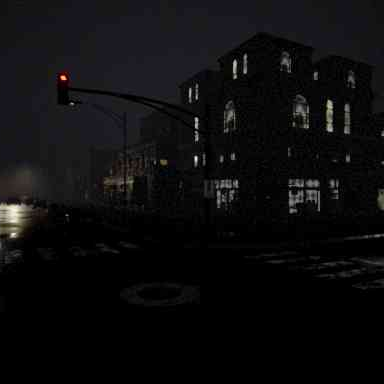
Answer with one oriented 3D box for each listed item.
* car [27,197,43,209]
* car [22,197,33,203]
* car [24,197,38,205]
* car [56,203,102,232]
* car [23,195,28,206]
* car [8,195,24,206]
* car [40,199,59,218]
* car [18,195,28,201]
[{"bbox_3d":[-20.229,1.561,44.086,2.008,1.369,4.403,0,0,-29],"label":"car"},{"bbox_3d":[-33.784,1.605,68.138,1.802,1.307,4.206,0,0,-29],"label":"car"},{"bbox_3d":[-28.363,1.568,58.518,2.008,1.369,4.403,0,0,-29],"label":"car"},{"bbox_3d":[-6.674,1.569,20.033,1.947,1.339,4.313,0,0,-29],"label":"car"},{"bbox_3d":[-25.650,1.454,53.707,1.967,1.590,4.097,0,0,-29],"label":"car"},{"bbox_3d":[-30.255,1.494,56.591,1.882,1.535,5.008,0,0,-29],"label":"car"},{"bbox_3d":[-12.095,1.587,29.653,1.802,1.307,4.206,0,0,-29],"label":"car"},{"bbox_3d":[-41.917,1.475,82.570,1.967,1.590,4.097,0,0,-29],"label":"car"}]
